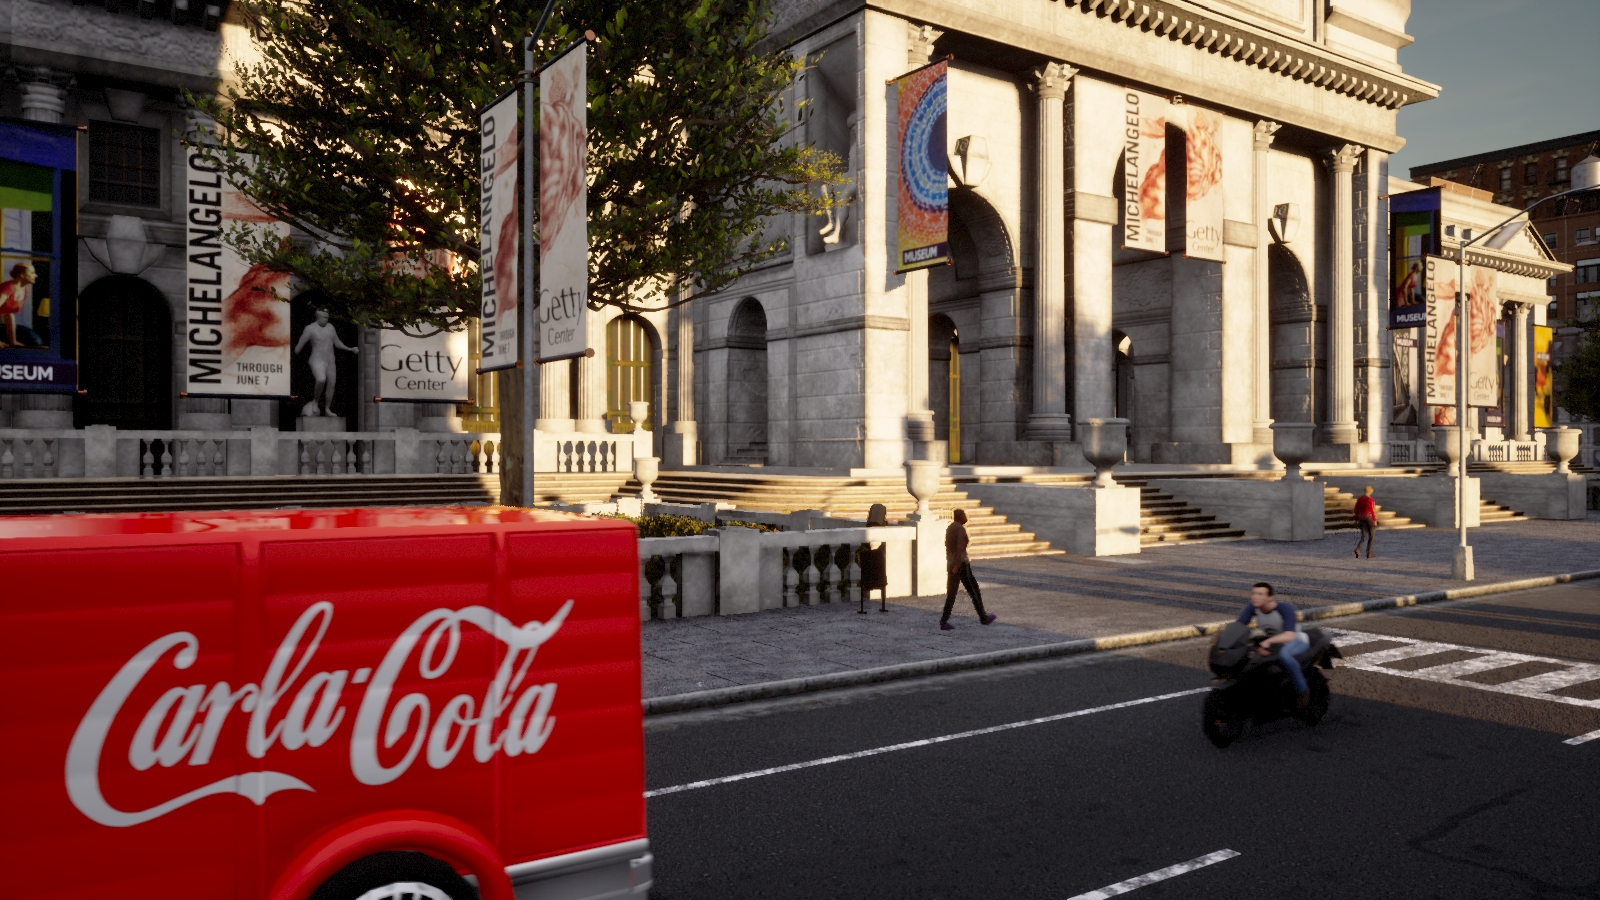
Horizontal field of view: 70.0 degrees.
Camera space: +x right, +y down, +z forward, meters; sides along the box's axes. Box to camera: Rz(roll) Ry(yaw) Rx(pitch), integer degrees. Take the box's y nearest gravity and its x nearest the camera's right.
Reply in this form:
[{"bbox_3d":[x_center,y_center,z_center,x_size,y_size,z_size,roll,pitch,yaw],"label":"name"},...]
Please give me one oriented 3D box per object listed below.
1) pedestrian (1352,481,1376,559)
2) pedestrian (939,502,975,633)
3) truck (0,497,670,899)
[{"bbox_3d":[13.666,1.696,27.675,0.375,1.860,0.375,0,0,-29],"label":"pedestrian"},{"bbox_3d":[2.284,1.696,16.638,0.375,1.860,0.375,0,0,-28],"label":"pedestrian"},{"bbox_3d":[-3.568,1.568,5.575,5.204,2.467,2.627,0,0,-35],"label":"truck"}]
